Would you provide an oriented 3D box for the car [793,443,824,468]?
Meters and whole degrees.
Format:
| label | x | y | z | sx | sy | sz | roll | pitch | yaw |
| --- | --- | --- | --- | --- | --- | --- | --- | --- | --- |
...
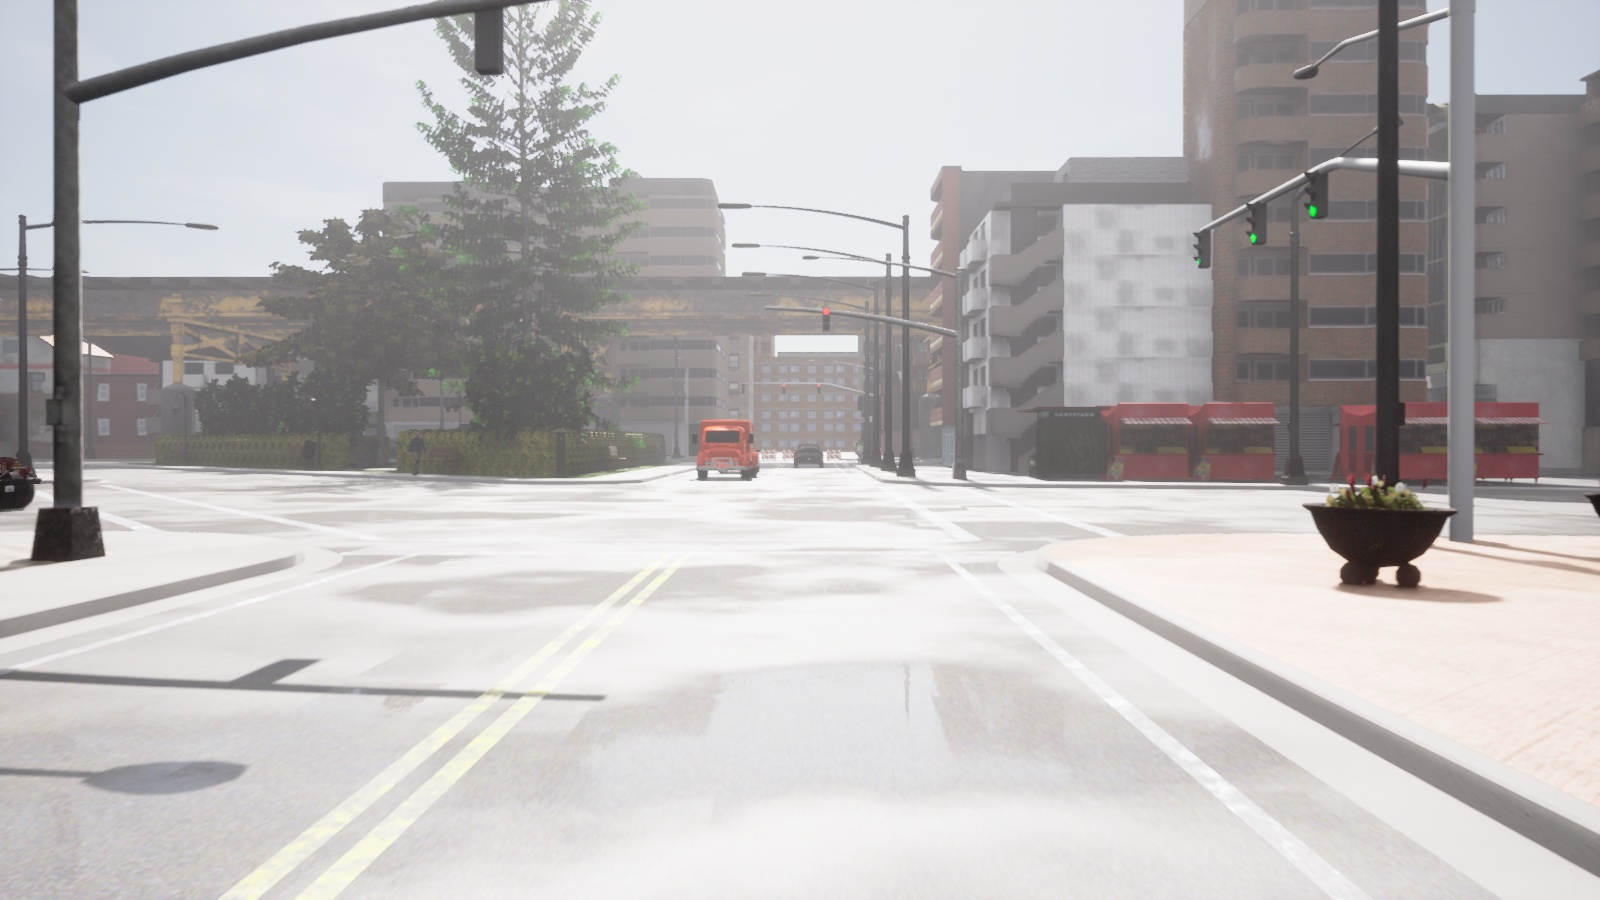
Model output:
| label | x | y | z | sx | sy | sz | roll | pitch | yaw |
| --- | --- | --- | --- | --- | --- | --- | --- | --- | --- |
| car | 0.539 | 0.308 | 78.714 | 1.837 | 1.490 | 4.892 | 0 | 0 | 0 |

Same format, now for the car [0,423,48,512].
| label | x | y | z | sx | sy | sz | roll | pitch | yaw |
| --- | --- | --- | --- | --- | --- | --- | --- | --- | --- |
| car | -18.865 | 0.354 | 27.301 | 3.866 | 1.878 | 1.905 | 0 | 0 | 0 |

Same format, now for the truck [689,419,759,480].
| label | x | y | z | sx | sy | sz | roll | pitch | yaw |
| --- | --- | --- | --- | --- | --- | --- | --- | --- | --- |
| truck | -3.131 | -0.041 | 53.055 | 2.627 | 2.467 | 5.204 | 0 | 0 | 0 |

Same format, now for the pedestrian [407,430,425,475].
| label | x | y | z | sx | sy | sz | roll | pitch | yaw |
| --- | --- | --- | --- | --- | --- | --- | --- | --- | --- |
| pedestrian | -15.527 | 0.099 | 50.770 | 0.402 | 1.842 | 0.726 | 0 | 0 | -42 |
